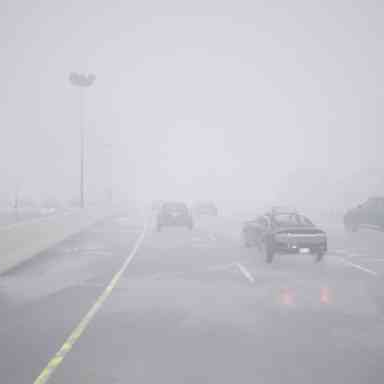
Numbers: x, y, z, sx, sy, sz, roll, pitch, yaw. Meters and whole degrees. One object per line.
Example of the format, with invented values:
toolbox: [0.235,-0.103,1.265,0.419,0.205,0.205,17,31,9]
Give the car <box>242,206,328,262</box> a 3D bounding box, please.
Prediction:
car: [3.116,1.486,12.046,2.128,1.511,4.902,0,0,-3]

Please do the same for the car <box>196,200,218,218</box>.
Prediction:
car: [1.083,1.490,30.652,2.128,1.511,4.902,0,0,-9]

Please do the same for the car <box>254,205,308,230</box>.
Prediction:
car: [5.762,1.590,22.140,1.895,1.301,4.718,0,0,-6]

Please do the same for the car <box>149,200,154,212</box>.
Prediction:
car: [-3.960,1.557,39.259,2.033,1.411,5.357,0,0,-11]

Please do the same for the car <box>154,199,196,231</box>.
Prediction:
car: [-1.180,1.355,21.033,2.097,1.767,4.553,0,0,-6]

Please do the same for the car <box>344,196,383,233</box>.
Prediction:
car: [9.821,1.202,16.495,2.150,2.045,5.566,0,0,-5]
